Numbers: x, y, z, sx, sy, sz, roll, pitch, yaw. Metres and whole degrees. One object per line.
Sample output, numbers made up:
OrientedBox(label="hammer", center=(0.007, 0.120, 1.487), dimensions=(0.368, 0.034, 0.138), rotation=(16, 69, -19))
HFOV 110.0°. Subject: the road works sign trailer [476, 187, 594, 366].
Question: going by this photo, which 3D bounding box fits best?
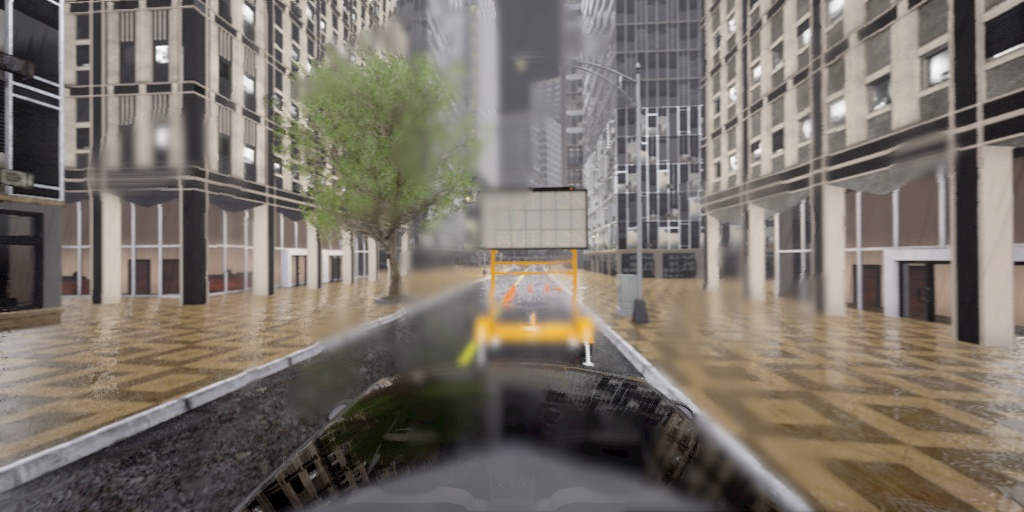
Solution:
OrientedBox(label="road works sign trailer", center=(0.507, 0.265, 8.108), dimensions=(2.380, 3.560, 2.880), rotation=(0, 0, 3))
